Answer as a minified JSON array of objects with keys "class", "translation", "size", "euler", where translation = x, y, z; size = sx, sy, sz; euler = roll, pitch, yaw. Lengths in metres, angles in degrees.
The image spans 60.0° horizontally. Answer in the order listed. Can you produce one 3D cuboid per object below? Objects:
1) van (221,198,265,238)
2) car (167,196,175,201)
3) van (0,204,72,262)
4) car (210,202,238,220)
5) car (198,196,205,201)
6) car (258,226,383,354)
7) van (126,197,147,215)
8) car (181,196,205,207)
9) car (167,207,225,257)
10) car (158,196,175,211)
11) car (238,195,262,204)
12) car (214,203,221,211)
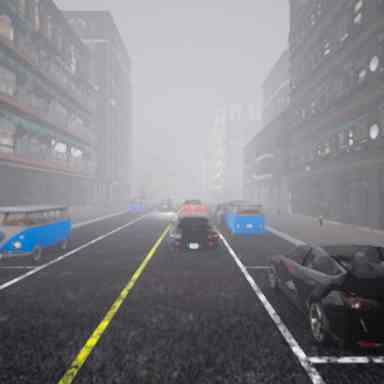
[{"class":"van","translation":[2.691,1.357,17.464],"size":[1.690,1.788,3.998],"euler":[0,0,0]},{"class":"car","translation":[-5.709,1.729,89.496],"size":[1.947,1.339,4.313],"euler":[0,0,0]},{"class":"van","translation":[-5.688,1.351,11.799],"size":[1.690,1.788,3.998],"euler":[0,0,0]},{"class":"car","translation":[2.687,1.596,28.788],"size":[1.947,1.339,4.313],"euler":[0,0,0]},{"class":"car","translation":[2.670,1.725,95.128],"size":[1.887,1.381,4.507],"euler":[0,0,0]},{"class":"car","translation":[2.693,1.571,6.138],"size":[1.947,1.339,4.313],"euler":[0,0,0]},{"class":"van","translation":[-5.694,1.379,34.447],"size":[1.690,1.788,3.998],"euler":[0,0,0]},{"class":"car","translation":[0.076,1.384,30.166],"size":[2.097,1.767,4.553],"euler":[0,0,0]},{"class":"car","translation":[0.073,1.536,12.818],"size":[1.812,1.442,4.674],"euler":[0,0,0]},{"class":"car","translation":[-3.104,1.539,40.903],"size":[2.128,1.511,4.902],"euler":[0,0,0]},{"class":"car","translation":[13.447,1.727,77.179],"size":[5.009,1.841,2.192],"euler":[1,-1,-1]},{"class":"car","translation":[2.689,1.588,23.125],"size":[1.947,1.339,4.313],"euler":[0,0,0]}]
